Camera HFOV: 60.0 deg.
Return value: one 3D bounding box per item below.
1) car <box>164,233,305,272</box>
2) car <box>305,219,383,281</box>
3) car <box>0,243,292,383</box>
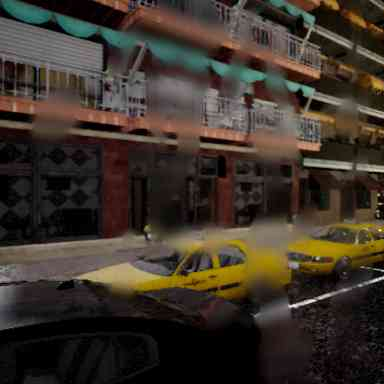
[{"bbox_3d":[-0.094,1.519,6.483,4.829,1.417,1.752,0,0,-35],"label":"car"},{"bbox_3d":[4.517,1.508,9.770,4.829,1.417,1.752,0,0,-35],"label":"car"},{"bbox_3d":[-1.671,1.478,2.171,5.008,1.535,1.882,0,0,-36],"label":"car"}]
